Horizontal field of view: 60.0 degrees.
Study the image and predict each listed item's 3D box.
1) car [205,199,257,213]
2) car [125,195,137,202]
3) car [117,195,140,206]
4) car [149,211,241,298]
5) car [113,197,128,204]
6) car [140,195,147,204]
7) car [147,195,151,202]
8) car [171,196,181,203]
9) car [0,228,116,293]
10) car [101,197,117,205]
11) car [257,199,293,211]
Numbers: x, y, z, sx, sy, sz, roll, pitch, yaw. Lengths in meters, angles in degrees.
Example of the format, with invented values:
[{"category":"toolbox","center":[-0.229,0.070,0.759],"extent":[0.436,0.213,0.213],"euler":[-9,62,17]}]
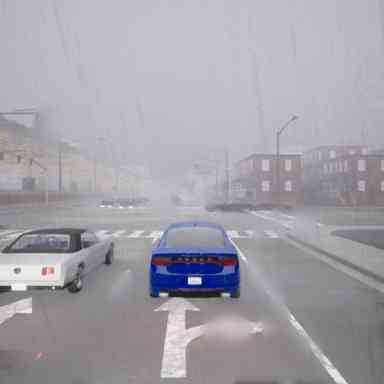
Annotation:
[{"category":"car","center":[3.884,1.477,35.230],"extent":[5.008,1.535,1.882],"euler":[0,-1,-12]},{"category":"car","center":[-13.918,1.524,75.857],"extent":[1.812,1.442,4.674],"euler":[0,0,0]},{"category":"car","center":[-10.520,1.352,55.033],"extent":[2.097,1.767,4.553],"euler":[0,0,0]},{"category":"car","center":[0.075,1.478,8.571],"extent":[1.882,1.535,5.008],"euler":[0,0,1]},{"category":"car","center":[-13.955,1.601,65.548],"extent":[1.895,1.301,4.718],"euler":[0,0,1]},{"category":"car","center":[-10.476,1.502,64.242],"extent":[1.837,1.490,4.892],"euler":[0,1,1]},{"category":"car","center":[-10.419,1.478,74.965],"extent":[1.882,1.535,5.008],"euler":[0,0,0]},{"category":"car","center":[-3.327,1.505,67.906],"extent":[1.837,1.490,4.892],"euler":[0,0,0]},{"category":"car","center":[-3.420,1.601,8.838],"extent":[1.895,1.301,4.718],"euler":[0,0,0]},{"category":"car","center":[-14.012,1.564,56.543],"extent":[1.994,1.385,4.181],"euler":[0,0,0]},{"category":"car","center":[9.225,1.547,39.804],"extent":[5.357,1.411,2.033],"euler":[0,0,3]}]
